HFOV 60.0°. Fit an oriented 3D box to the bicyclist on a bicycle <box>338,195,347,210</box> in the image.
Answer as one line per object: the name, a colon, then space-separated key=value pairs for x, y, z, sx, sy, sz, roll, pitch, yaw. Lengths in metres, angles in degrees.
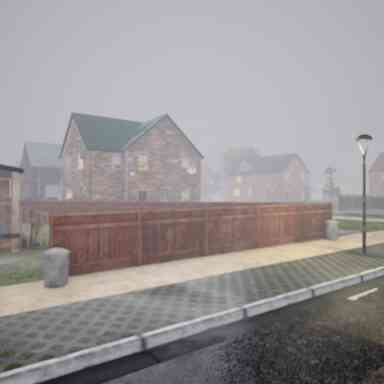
bicyclist on a bicycle: x=16.352 y=1.196 z=36.076 sx=1.656 sy=1.620 sz=0.582 roll=0 pitch=0 yaw=-36
